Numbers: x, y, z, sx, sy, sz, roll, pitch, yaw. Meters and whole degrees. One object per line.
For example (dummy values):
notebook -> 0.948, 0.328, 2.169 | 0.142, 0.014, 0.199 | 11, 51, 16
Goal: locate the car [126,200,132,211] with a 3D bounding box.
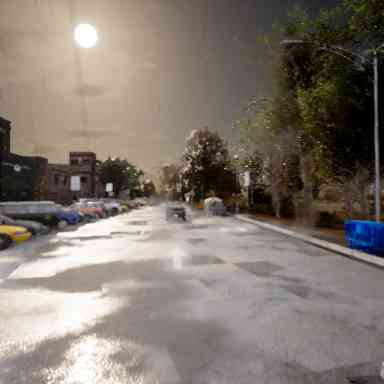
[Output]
car -> -11.733, 2.173, 47.378 | 5.366, 1.575, 1.946 | -1, -1, -23

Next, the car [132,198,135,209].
car -> -12.056, 1.972, 50.326 | 5.566, 2.045, 2.435 | -1, -1, -23

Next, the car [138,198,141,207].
car -> -12.684, 2.436, 62.300 | 4.792, 1.488, 2.163 | -1, -1, -23

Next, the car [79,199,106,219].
car -> -11.072, 1.847, 32.321 | 4.553, 1.767, 2.185 | -1, 0, -23

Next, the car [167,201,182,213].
car -> -2.542, 2.113, 47.719 | 2.128, 1.511, 4.902 | 0, -1, -3

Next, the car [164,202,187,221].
car -> -1.598, 1.911, 32.130 | 1.837, 1.490, 4.892 | 0, -1, -3

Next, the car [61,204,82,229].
car -> -10.603, 1.857, 23.312 | 5.008, 1.535, 2.097 | -1, 0, -23

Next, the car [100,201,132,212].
car -> -12.220, 2.308, 53.295 | 4.674, 1.452, 2.002 | -1, -1, -23

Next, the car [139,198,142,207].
car -> -12.879, 2.495, 65.285 | 4.674, 1.452, 2.002 | -1, -1, -23

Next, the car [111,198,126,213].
car -> -11.564, 1.842, 41.324 | 5.566, 2.045, 2.435 | -1, -1, -23

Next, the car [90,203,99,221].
car -> -10.940, 1.974, 29.313 | 4.674, 1.452, 2.002 | -1, -1, -23

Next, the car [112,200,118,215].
car -> -11.399, 2.082, 38.324 | 4.792, 1.488, 2.163 | -1, -1, -23

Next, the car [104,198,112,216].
car -> -11.233, 1.886, 35.317 | 4.553, 1.767, 2.185 | -1, 0, -23

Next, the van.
van -> -10.555, 1.596, 20.267 | 4.442, 1.987, 1.878 | -1, 0, -23

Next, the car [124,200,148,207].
car -> -13.563, 2.695, 80.336 | 5.366, 1.575, 1.946 | -1, -1, -23

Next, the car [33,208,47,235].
car -> -10.280, 1.822, 17.318 | 4.674, 1.452, 2.002 | -1, -1, -23

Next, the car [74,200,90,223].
car -> -10.811, 1.771, 26.309 | 4.553, 1.767, 2.185 | -1, -1, -23

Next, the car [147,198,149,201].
car -> -13.387, 2.646, 77.340 | 5.366, 1.575, 1.946 | -1, -1, -23

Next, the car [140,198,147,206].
car -> -13.392, 2.604, 74.270 | 4.892, 1.521, 2.231 | -1, -1, -23

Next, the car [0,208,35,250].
car -> -9.934, 1.738, 14.392 | 5.366, 1.575, 1.946 | -1, -1, -23

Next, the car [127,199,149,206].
car -> -14.443, 2.840, 89.184 | 5.366, 1.575, 1.946 | -1, 0, -23

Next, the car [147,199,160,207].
car -> -7.913, 2.542, 71.479 | 1.994, 1.385, 4.181 | 0, -1, -3

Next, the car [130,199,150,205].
car -> -14.476, 2.858, 92.256 | 5.008, 1.535, 2.097 | -1, -1, -24

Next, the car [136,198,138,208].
car -> -12.581, 2.235, 59.284 | 4.553, 1.767, 2.185 | -1, -1, -23
